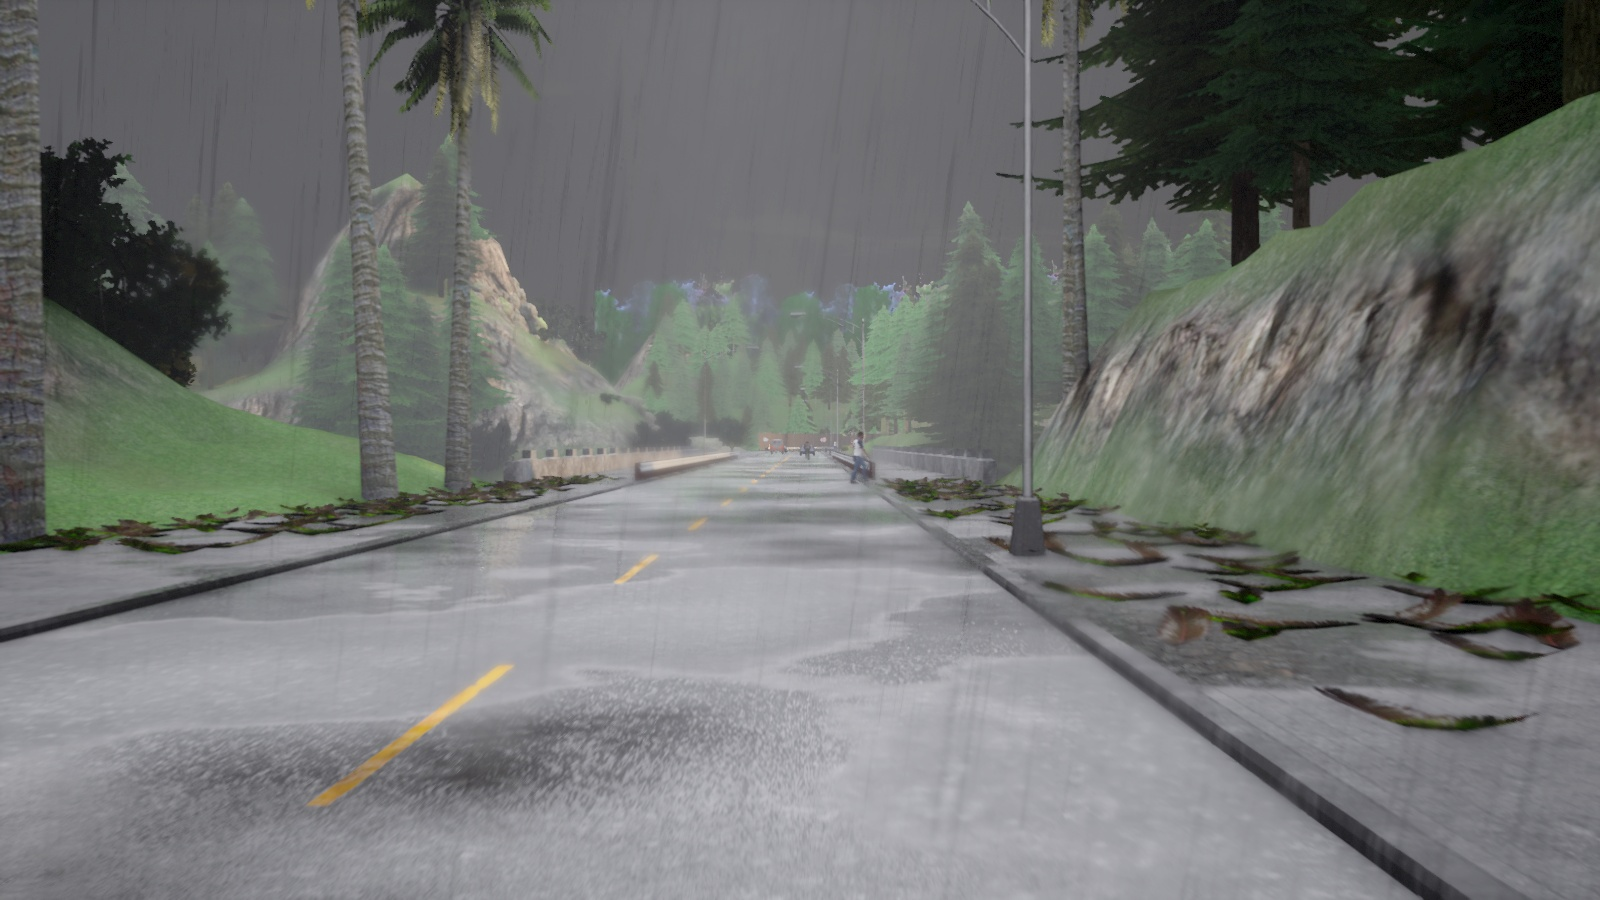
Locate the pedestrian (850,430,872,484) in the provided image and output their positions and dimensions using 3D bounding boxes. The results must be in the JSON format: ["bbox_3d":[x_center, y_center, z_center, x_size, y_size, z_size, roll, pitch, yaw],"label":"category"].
[{"bbox_3d":[2.077,0.236,42.814,0.706,1.836,0.354,0,0,-11],"label":"pedestrian"}]
